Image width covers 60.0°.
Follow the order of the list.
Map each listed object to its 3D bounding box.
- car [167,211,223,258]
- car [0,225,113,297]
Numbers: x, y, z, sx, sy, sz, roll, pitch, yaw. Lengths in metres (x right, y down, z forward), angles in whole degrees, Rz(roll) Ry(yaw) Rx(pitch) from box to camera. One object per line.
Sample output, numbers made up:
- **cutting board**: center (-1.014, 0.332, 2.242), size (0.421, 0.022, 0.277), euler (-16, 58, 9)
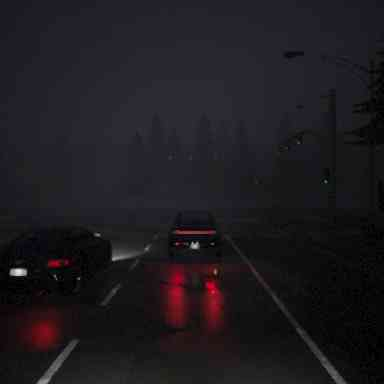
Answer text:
- **car**: center (0.118, 1.457, 12.610), size (2.128, 1.511, 4.902), euler (0, 0, 1)
- **car**: center (-3.407, 1.541, 8.541), size (1.994, 1.385, 4.181), euler (0, 0, 0)
